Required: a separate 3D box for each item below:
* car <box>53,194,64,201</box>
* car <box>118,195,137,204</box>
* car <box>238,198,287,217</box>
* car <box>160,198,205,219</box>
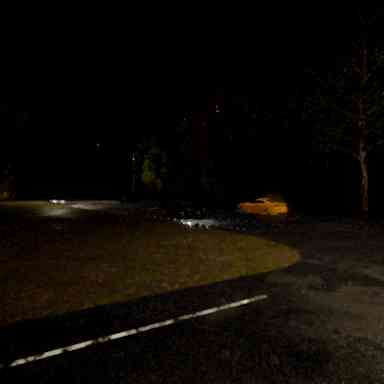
[{"bbox_3d":[-28.176,1.105,70.147,1.895,1.301,4.718,0,0,-27],"label":"car"},{"bbox_3d":[-10.730,1.213,54.920,1.994,1.385,4.181,0,0,-34],"label":"car"},{"bbox_3d":[6.208,1.319,29.908,1.882,1.535,5.008,0,0,-34],"label":"car"},{"bbox_3d":[-0.871,1.313,27.894,1.882,1.535,5.008,0,0,-34],"label":"car"}]
